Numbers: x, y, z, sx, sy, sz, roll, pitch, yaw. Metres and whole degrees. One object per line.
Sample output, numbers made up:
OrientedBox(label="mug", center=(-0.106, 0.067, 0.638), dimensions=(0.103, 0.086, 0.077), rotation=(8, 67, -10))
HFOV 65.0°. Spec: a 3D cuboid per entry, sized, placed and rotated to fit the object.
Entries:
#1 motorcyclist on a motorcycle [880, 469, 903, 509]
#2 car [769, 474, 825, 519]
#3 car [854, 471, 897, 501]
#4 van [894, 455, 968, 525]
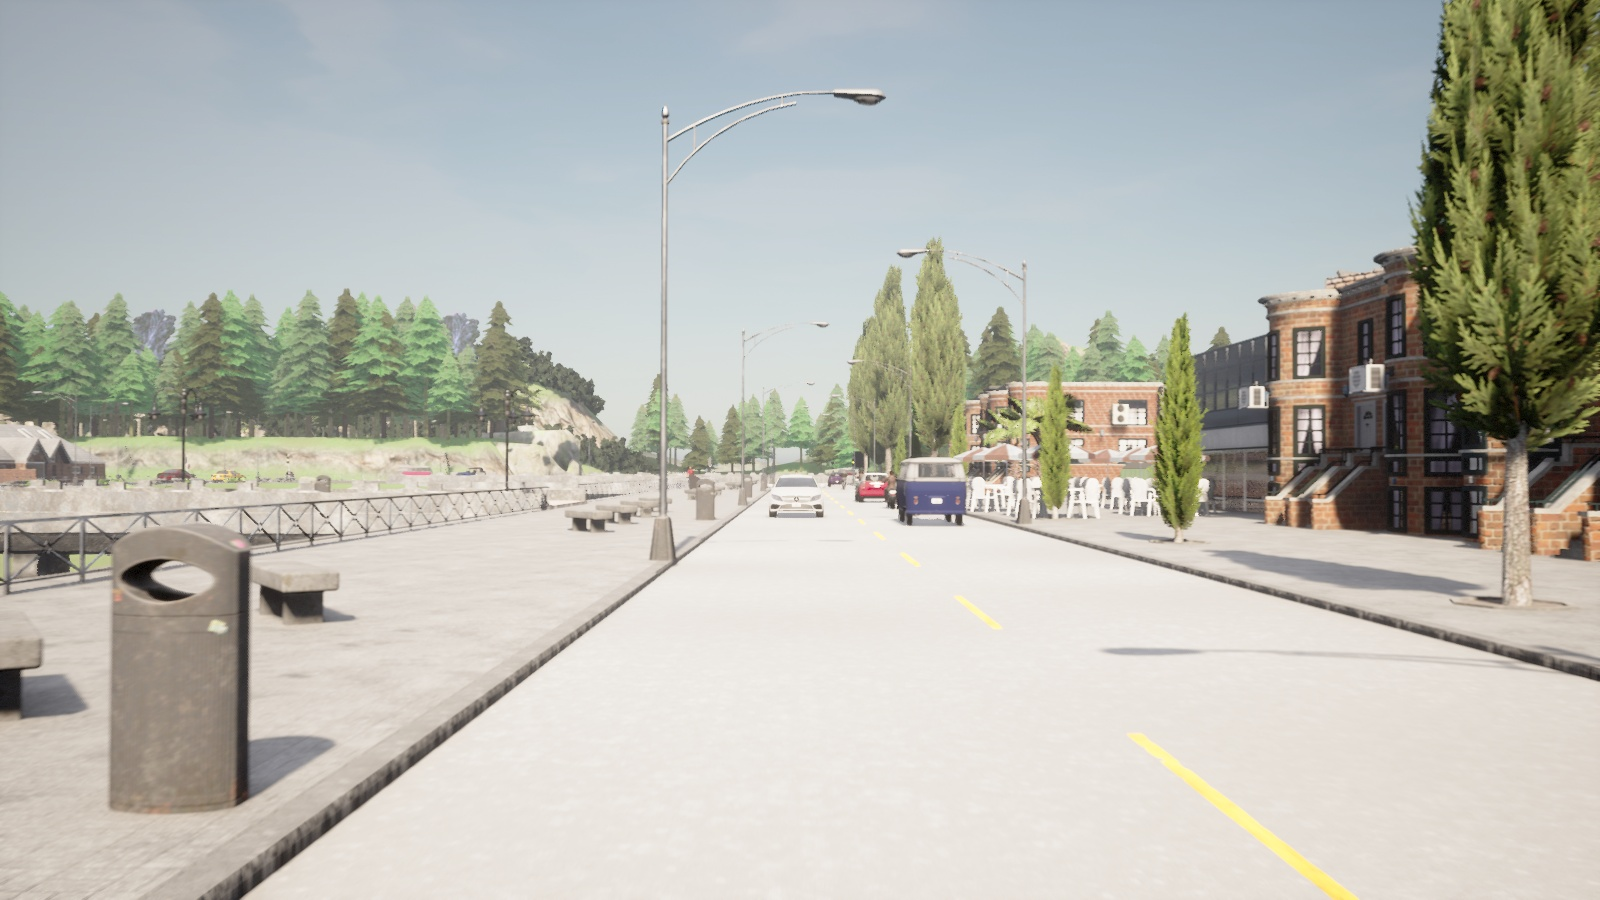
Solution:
OrientedBox(label="motorcyclist on a motorcycle", center=(3.861, 1.641, 53.248), dimensions=(0.766, 1.649, 2.350), rotation=(0, -1, 0))
OrientedBox(label="car", center=(-0.112, 1.565, 43.244), dimensions=(1.812, 1.442, 4.674), rotation=(0, -1, 0))
OrientedBox(label="car", center=(3.832, 1.844, 64.492), dimensions=(1.970, 1.475, 3.806), rotation=(0, -1, 0))
OrientedBox(label="van", center=(3.900, 1.188, 37.999), dimensions=(1.775, 1.987, 4.442), rotation=(0, -1, 0))
